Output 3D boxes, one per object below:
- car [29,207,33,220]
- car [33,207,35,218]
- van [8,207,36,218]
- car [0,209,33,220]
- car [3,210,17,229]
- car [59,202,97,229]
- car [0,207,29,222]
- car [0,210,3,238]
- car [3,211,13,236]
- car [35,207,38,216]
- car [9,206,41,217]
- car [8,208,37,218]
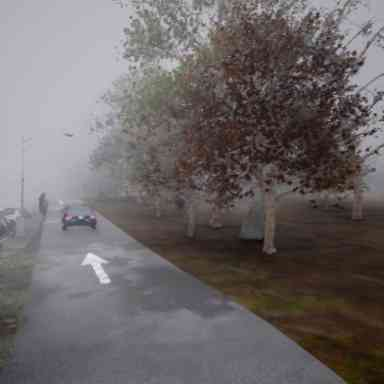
[{"bbox_3d":[-21.736,2.884,37.825,5.566,2.045,2.435,1,-3,-43],"label":"car"},{"bbox_3d":[-24.123,3.097,43.357,5.566,2.045,2.435,1,-2,-43],"label":"car"},{"bbox_3d":[-32.186,3.872,62.955,4.442,1.987,1.878,1,-3,-43],"label":"van"},{"bbox_3d":[-28.789,3.650,54.495,4.553,1.767,2.185,1,-3,-43],"label":"car"},{"bbox_3d":[-17.069,2.582,26.680,4.553,1.767,2.185,1,-2,-43],"label":"car"},{"bbox_3d":[-6.894,1.331,20.070,2.033,1.411,5.357,0,2,-23],"label":"car"},{"bbox_3d":[-19.443,2.669,32.212,5.566,2.045,2.435,1,-2,-43],"label":"car"},{"bbox_3d":[-12.404,2.028,15.546,5.566,2.045,2.435,1,-3,-43],"label":"car"},{"bbox_3d":[-15.894,2.475,23.892,4.553,1.767,2.185,1,-2,-43],"label":"car"},{"bbox_3d":[-26.410,3.312,48.968,5.566,2.045,2.435,1,-3,-43],"label":"car"},{"bbox_3d":[-35.761,4.163,71.255,5.566,2.045,2.435,1,-3,-43],"label":"car"},{"bbox_3d":[-33.407,4.077,65.672,4.553,1.767,2.185,1,-2,-43],"label":"car"}]
